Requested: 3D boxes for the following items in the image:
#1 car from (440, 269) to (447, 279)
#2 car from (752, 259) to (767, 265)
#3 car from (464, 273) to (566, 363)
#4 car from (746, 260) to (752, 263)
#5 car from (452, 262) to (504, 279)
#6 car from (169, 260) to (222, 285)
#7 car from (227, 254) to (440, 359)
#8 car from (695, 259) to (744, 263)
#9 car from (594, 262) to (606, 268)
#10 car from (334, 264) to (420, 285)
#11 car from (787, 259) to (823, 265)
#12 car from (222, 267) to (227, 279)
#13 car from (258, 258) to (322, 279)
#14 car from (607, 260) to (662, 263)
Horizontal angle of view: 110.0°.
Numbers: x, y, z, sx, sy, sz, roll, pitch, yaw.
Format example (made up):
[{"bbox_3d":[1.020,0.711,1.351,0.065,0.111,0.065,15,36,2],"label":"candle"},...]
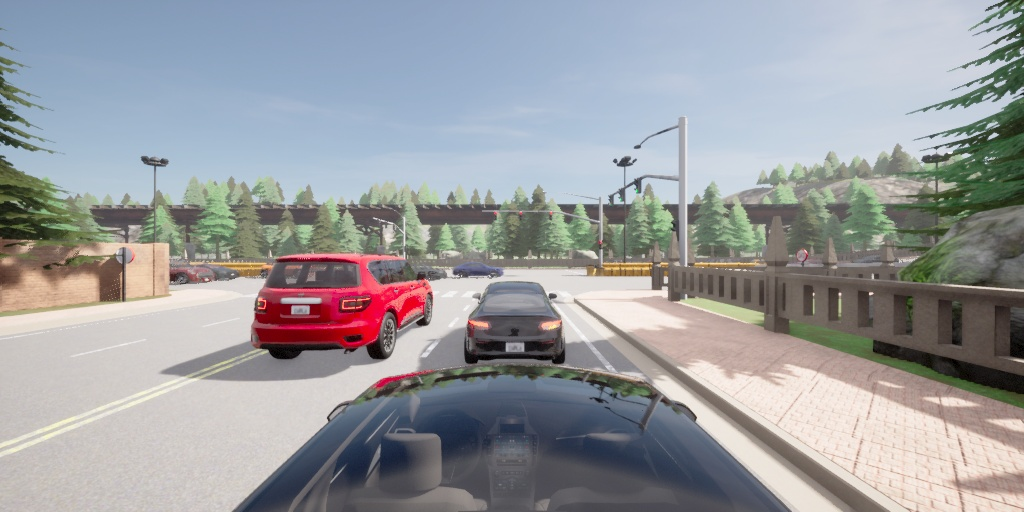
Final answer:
[{"bbox_3d":[-7.387,1.314,29.008,4.181,1.385,1.994,0,0,0],"label":"car"},{"bbox_3d":[31.735,1.210,46.566,5.008,1.535,1.882,-1,0,0],"label":"car"},{"bbox_3d":[0.061,1.276,7.969,1.812,1.442,4.674,0,0,0],"label":"car"},{"bbox_3d":[25.529,1.102,43.076,4.553,1.767,2.097,0,0,0],"label":"car"},{"bbox_3d":[-3.043,1.275,32.488,4.674,1.442,1.812,0,0,0],"label":"car"},{"bbox_3d":[-24.007,1.102,25.582,4.553,1.767,2.097,0,0,0],"label":"car"},{"bbox_3d":[-3.441,0.971,8.520,2.150,2.045,5.566,0,0,0],"label":"car"},{"bbox_3d":[22.425,1.102,39.584,4.553,1.767,2.097,0,0,0],"label":"car"},{"bbox_3d":[13.129,1.241,46.618,4.902,1.511,2.128,0,0,0],"label":"car"},{"bbox_3d":[-9.468,1.297,25.516,5.357,1.411,2.033,0,0,0],"label":"car"},{"bbox_3d":[31.438,1.336,39.568,4.718,1.301,1.895,0,0,0],"label":"car"},{"bbox_3d":[-24.641,1.313,29.084,4.181,1.385,1.994,0,0,0],"label":"car"},{"bbox_3d":[-20.096,1.102,32.562,4.553,1.767,2.097,0,0,0],"label":"car"},{"bbox_3d":[13.404,1.228,39.618,5.008,1.535,1.882,0,0,0],"label":"car"}]
